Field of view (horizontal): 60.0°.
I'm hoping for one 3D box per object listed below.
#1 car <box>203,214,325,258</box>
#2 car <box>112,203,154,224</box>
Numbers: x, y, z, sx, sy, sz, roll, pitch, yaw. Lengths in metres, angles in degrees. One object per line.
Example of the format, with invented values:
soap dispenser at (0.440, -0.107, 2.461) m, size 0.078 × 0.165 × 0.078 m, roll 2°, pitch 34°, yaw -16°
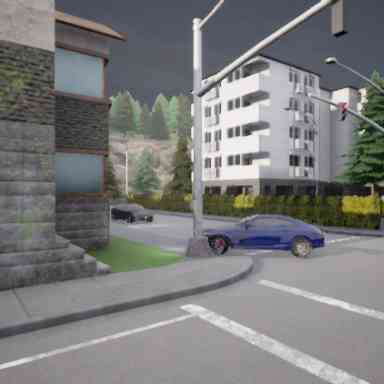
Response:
car at (2.473, 1.557, 12.347) m, size 4.674 × 1.442 × 1.812 m, roll 1°, pitch -4°, yaw -1°
car at (-4.807, 1.657, 26.398) m, size 1.837 × 1.490 × 4.892 m, roll 0°, pitch 0°, yaw -36°
